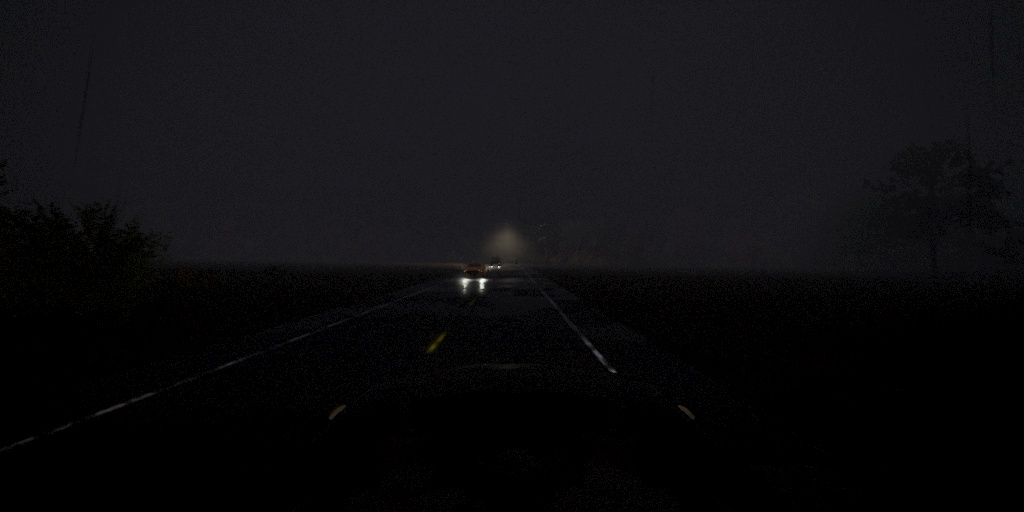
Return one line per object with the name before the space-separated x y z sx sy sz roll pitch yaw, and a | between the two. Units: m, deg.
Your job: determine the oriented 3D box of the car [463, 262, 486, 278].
car | -3.580 1.312 35.089 1.882 1.535 5.008 0 0 0
